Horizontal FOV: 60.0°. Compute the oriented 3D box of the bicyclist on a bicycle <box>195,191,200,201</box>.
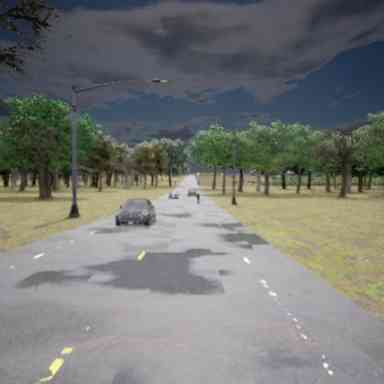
[{"bbox_3d":[0.971,0.654,58.257,0.866,1.612,1.509,0,1,0],"label":"bicyclist on a bicycle"}]

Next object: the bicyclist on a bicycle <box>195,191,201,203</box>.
[{"bbox_3d":[0.979,0.866,47.873,0.582,1.620,1.656,0,1,0],"label":"bicyclist on a bicycle"}]

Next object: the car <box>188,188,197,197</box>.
[{"bbox_3d":[0.028,0.271,75.832,1.812,1.442,4.674,0,2,0],"label":"car"}]

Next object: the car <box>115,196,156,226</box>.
[{"bbox_3d":[-3.591,1.196,21.744,2.097,1.767,4.553,0,1,0],"label":"car"}]

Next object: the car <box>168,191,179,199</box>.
[{"bbox_3d":[-3.497,0.595,63.455,2.128,1.511,4.902,0,1,1],"label":"car"}]

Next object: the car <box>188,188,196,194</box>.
[{"bbox_3d":[0.032,-0.287,88.251,2.128,1.511,4.902,0,2,0],"label":"car"}]
